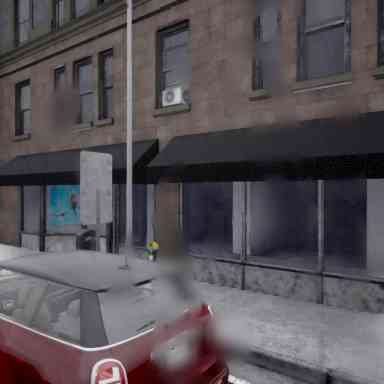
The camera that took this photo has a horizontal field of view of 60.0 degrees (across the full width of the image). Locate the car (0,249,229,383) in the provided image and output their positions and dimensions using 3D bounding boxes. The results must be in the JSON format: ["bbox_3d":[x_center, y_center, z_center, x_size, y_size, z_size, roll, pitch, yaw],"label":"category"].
[{"bbox_3d":[-1.699,1.440,4.025,4.097,1.590,1.967,0,0,36],"label":"car"}]
